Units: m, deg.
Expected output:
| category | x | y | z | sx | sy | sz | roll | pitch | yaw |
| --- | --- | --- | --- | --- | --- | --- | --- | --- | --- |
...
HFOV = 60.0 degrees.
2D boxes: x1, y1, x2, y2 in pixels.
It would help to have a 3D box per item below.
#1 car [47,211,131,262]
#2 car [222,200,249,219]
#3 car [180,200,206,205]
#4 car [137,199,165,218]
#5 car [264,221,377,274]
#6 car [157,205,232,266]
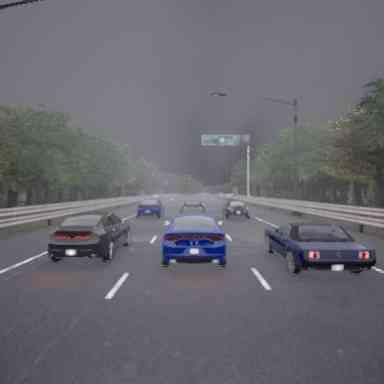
| category | x | y | z | sx | sy | sz | roll | pitch | yaw |
| --- | --- | --- | --- | --- | --- | --- | --- | --- | --- |
| car | -3.432 | 1.444 | 11.883 | 1.837 | 1.490 | 4.892 | 0 | 1 | 0 |
| car | 3.575 | 1.391 | 27.682 | 1.812 | 1.442 | 4.674 | 0 | 0 | 0 |
| car | 0.065 | 1.362 | 26.725 | 2.128 | 1.511 | 4.902 | 0 | 0 | 0 |
| car | -3.426 | 1.341 | 28.262 | 1.882 | 1.535 | 5.008 | 0 | 0 | 0 |
| car | 3.561 | 1.546 | 10.305 | 1.895 | 1.301 | 4.718 | 0 | 0 | 0 |
| car | 0.066 | 1.419 | 11.307 | 1.882 | 1.535 | 5.008 | 0 | 0 | 0 |
